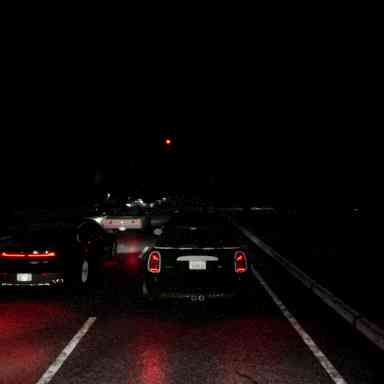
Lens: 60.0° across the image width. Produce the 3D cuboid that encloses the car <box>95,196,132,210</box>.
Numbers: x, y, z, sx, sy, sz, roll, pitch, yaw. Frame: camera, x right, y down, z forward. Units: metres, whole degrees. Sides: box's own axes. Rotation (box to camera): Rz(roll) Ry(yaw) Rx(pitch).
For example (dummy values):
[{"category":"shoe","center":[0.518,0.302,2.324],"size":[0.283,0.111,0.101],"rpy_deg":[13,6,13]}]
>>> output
[{"category":"car","center":[-7.119,1.337,29.626],"size":[2.033,1.411,5.357],"rpy_deg":[0,0,0]}]

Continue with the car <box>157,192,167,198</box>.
[{"category":"car","center":[-7.433,0.776,83.178],"size":[2.033,1.411,5.357],"rpy_deg":[0,1,-2]}]

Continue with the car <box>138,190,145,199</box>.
[{"category":"car","center":[-10.581,0.678,66.654],"size":[2.150,2.045,5.566],"rpy_deg":[0,0,0]}]

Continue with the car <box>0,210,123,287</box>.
[{"category":"car","center":[-3.403,1.468,9.175],"size":[1.837,1.490,4.892],"rpy_deg":[0,0,0]}]

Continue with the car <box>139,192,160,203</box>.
[{"category":"car","center":[-7.129,1.105,56.055],"size":[2.033,1.411,5.357],"rpy_deg":[0,1,0]}]

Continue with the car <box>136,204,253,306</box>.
[{"category":"car","center":[0.098,1.323,8.118],"size":[2.097,1.767,4.553],"rpy_deg":[0,0,0]}]

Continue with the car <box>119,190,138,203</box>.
[{"category":"car","center":[-10.627,0.929,53.912],"size":[2.097,1.767,4.553],"rpy_deg":[0,0,0]}]

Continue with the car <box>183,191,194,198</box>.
[{"category":"car","center":[-0.571,0.709,86.123],"size":[1.812,1.442,4.674],"rpy_deg":[0,1,-4]}]

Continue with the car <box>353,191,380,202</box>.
[{"category":"car","center":[21.927,0.923,39.732],"size":[5.566,2.045,2.150],"rpy_deg":[0,1,-3]}]

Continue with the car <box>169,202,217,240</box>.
[{"category":"car","center":[0.083,1.388,17.315],"size":[2.128,1.511,4.902],"rpy_deg":[0,0,1]}]

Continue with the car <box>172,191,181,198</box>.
[{"category":"car","center":[-4.046,0.693,85.626],"size":[1.837,1.490,4.892],"rpy_deg":[0,1,-4]}]

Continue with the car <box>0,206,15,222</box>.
[{"category":"car","center":[-10.610,1.397,16.297],"size":[2.128,1.511,4.902],"rpy_deg":[0,0,0]}]

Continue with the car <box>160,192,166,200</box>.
[{"category":"car","center":[-7.076,0.967,69.050],"size":[2.033,1.411,5.357],"rpy_deg":[0,1,0]}]

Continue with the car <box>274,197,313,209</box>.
[{"category":"car","center":[12.176,1.307,39.178],"size":[4.718,1.301,1.895],"rpy_deg":[0,1,-3]}]

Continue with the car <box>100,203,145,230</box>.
[{"category":"car","center":[-3.412,1.487,18.496],"size":[1.895,1.301,4.718],"rpy_deg":[0,0,0]}]

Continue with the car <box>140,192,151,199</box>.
[{"category":"car","center":[-10.720,0.848,77.121],"size":[2.128,1.511,4.902],"rpy_deg":[0,1,-1]}]
